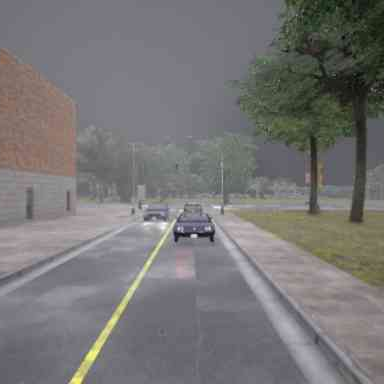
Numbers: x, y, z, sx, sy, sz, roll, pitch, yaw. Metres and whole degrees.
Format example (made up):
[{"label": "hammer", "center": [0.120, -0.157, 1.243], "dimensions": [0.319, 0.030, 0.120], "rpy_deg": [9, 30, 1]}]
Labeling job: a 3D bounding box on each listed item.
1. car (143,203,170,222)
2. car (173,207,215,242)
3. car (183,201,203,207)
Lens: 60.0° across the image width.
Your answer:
[{"label": "car", "center": [-2.831, 1.635, 27.658], "dimensions": [2.033, 1.411, 5.357], "rpy_deg": [0, 0, 0]}, {"label": "car", "center": [0.095, 1.636, 16.673], "dimensions": [1.895, 1.301, 4.718], "rpy_deg": [0, 0, 0]}, {"label": "car", "center": [0.092, 1.614, 33.144], "dimensions": [2.128, 1.511, 4.902], "rpy_deg": [0, 0, 0]}]
